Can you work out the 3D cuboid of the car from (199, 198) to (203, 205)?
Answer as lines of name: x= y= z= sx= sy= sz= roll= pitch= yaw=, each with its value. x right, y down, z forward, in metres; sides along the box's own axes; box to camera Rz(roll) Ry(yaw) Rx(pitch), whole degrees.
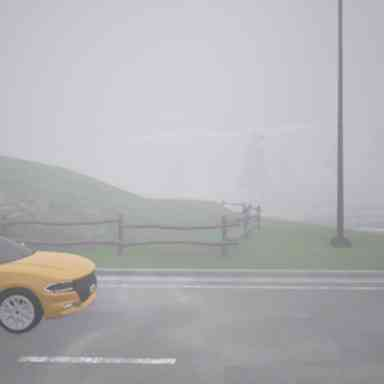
car: x=-0.042 y=1.579 z=61.000 sx=4.674 sy=1.442 sz=1.812 roll=0 pitch=0 yaw=33

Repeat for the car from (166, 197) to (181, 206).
car: x=-4.515 y=1.609 z=55.244 sx=4.181 sy=1.385 sz=1.994 roll=0 pitch=0 yaw=32

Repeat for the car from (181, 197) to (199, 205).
car: x=-1.893 y=1.542 z=58.025 sx=4.902 sy=1.511 sz=2.128 roll=0 pitch=0 yaw=33

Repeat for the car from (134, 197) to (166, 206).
car: x=-6.980 y=1.565 z=52.688 sx=4.674 sy=1.442 sz=1.812 roll=0 pitch=0 yaw=31

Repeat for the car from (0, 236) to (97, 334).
car: x=-4.327 y=1.479 z=6.196 sx=5.008 sy=1.535 sz=1.882 roll=0 pitch=0 yaw=2
